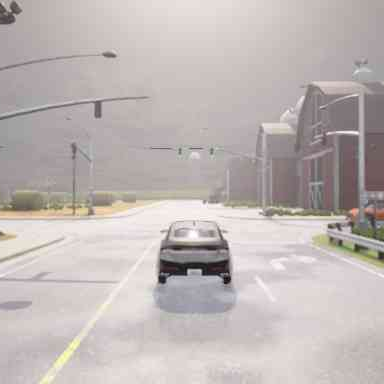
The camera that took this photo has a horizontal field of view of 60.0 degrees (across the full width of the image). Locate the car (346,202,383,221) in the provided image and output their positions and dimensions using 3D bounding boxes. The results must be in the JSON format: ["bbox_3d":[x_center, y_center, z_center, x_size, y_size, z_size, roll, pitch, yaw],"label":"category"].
[{"bbox_3d":[14.531,1.552,25.996,4.553,1.767,2.097,0,0,1],"label":"car"}]

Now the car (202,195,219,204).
[{"bbox_3d":[4.098,1.625,72.168,1.905,1.878,3.866,-7,3,-42],"label":"car"}]

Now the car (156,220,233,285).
[{"bbox_3d":[0.067,1.558,9.723,2.128,1.511,4.902,0,0,0],"label":"car"}]
